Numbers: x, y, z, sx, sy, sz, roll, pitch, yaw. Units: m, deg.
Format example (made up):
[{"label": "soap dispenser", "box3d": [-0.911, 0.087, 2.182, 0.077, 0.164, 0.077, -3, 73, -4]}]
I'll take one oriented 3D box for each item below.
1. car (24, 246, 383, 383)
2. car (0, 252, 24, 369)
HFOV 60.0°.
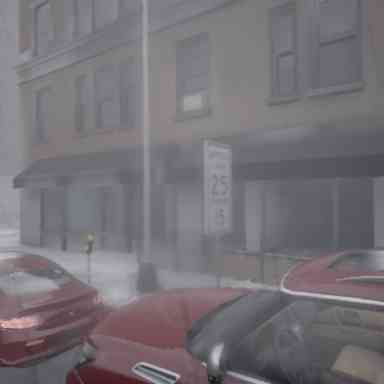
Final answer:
[{"label": "car", "box3d": [1.338, 1.316, 2.127, 5.009, 1.841, 2.192, -1, 0, 35]}, {"label": "car", "box3d": [-3.158, 1.637, 5.331, 4.206, 1.307, 1.802, -1, 0, 35]}]
